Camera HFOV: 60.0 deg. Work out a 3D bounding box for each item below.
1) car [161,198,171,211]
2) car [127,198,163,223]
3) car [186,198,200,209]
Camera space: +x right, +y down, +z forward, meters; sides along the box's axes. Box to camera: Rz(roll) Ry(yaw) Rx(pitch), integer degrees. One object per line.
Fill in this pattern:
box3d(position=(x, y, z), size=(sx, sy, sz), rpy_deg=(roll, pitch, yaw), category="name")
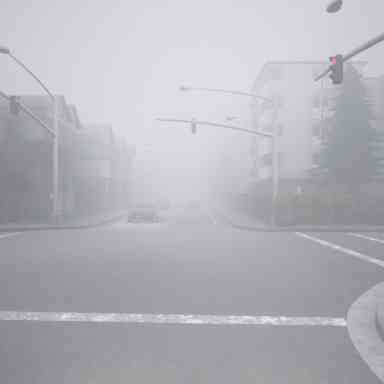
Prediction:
box3d(position=(-3.582, 1.505, 40.357), size=(1.837, 1.490, 4.892), rpy_deg=(0, 0, 0), category="car")
box3d(position=(-3.668, 1.504, 25.634), size=(1.837, 1.490, 4.892), rpy_deg=(0, 0, 1), category="car")
box3d(position=(0.103, 1.526, 45.599), size=(1.812, 1.442, 4.674), rpy_deg=(0, 0, 0), category="car")
